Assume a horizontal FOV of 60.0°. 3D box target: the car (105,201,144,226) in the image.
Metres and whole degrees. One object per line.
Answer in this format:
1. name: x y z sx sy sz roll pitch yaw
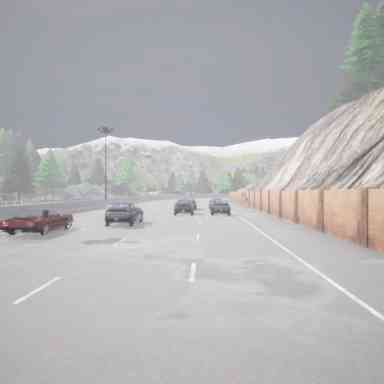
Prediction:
1. car: -4.614 1.492 23.143 2.128 1.511 4.902 0 0 2

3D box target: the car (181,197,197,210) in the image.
1. car: -0.356 1.477 43.457 1.882 1.535 5.008 0 0 2

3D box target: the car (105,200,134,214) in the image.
1. car: -7.648 1.600 35.694 1.895 1.301 4.718 0 0 2

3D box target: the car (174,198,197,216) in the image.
1. car: -0.744 1.504 33.020 1.837 1.490 4.892 0 0 2

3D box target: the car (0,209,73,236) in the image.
1. car: -8.295 1.600 18.342 1.895 1.301 4.718 0 0 2

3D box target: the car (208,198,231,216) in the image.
1. car: 2.749 1.491 32.742 2.128 1.511 4.902 0 0 2

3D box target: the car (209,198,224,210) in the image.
1. car: 3.135 1.525 43.185 1.812 1.442 4.674 0 0 2
